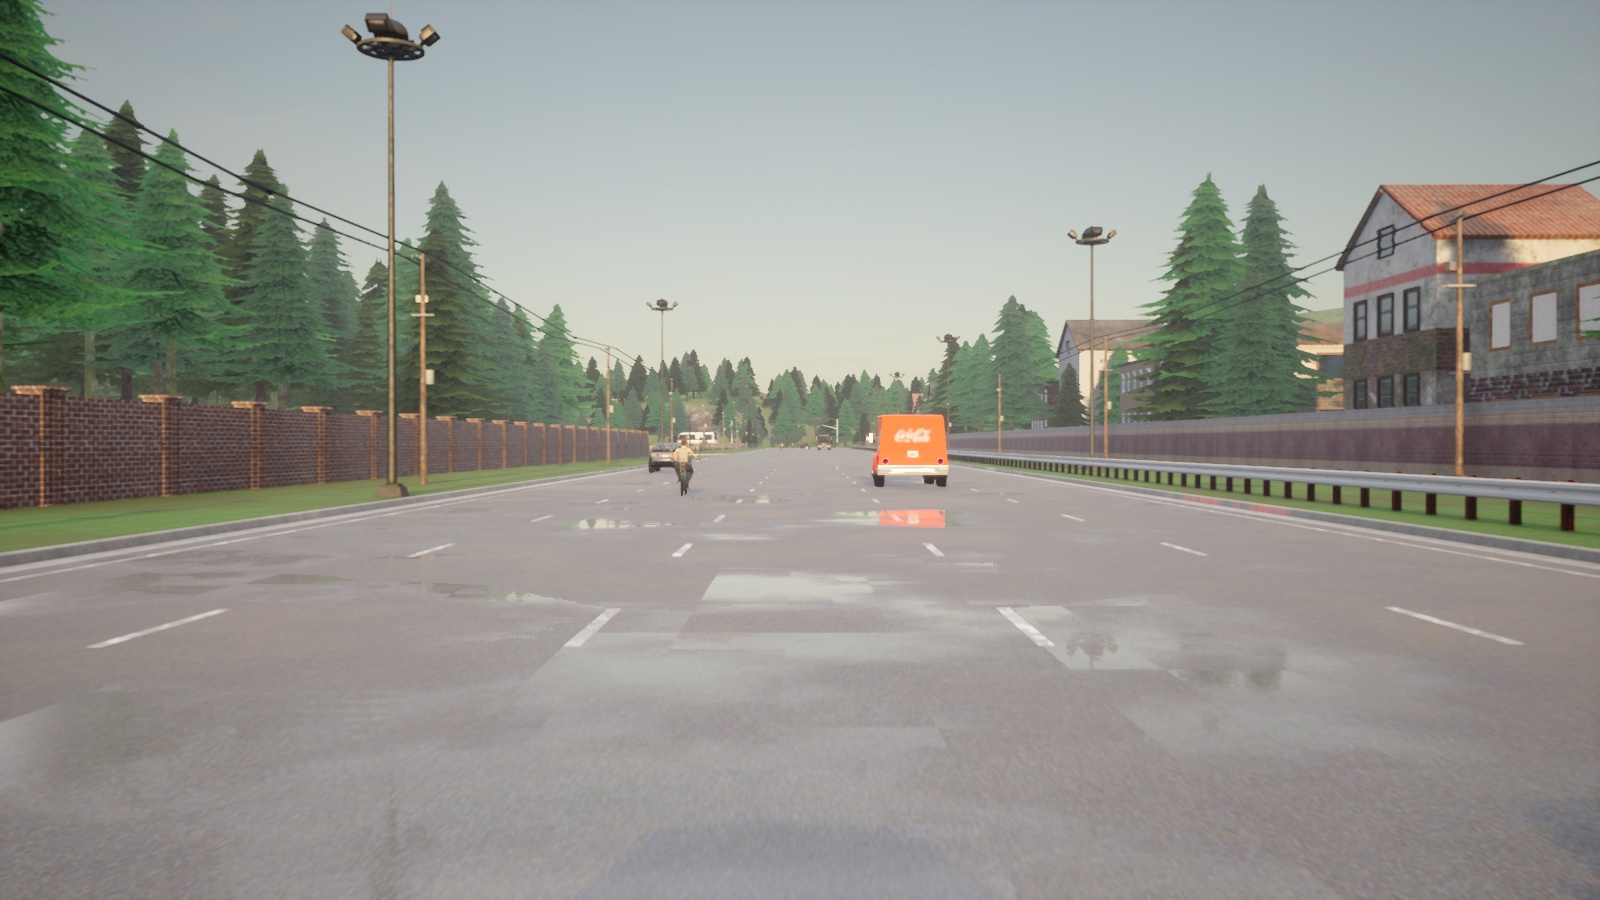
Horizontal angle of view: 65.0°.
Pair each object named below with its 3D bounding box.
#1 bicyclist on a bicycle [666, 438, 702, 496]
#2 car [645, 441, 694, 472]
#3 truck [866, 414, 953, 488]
[{"bbox_3d":[-3.286,0.479,35.668,0.866,1.612,1.509,0,0,1],"label":"bicyclist on a bicycle"},{"bbox_3d":[-6.619,0.327,64.051,2.007,1.525,4.514,0,0,0],"label":"car"},{"bbox_3d":[3.769,0.013,44.253,2.627,2.467,5.204,0,0,0],"label":"truck"}]
